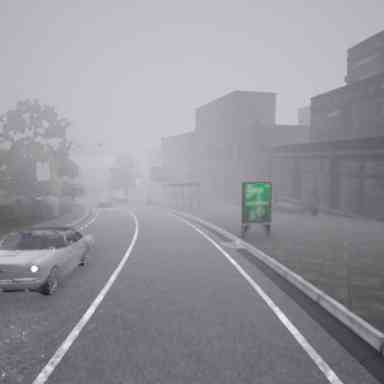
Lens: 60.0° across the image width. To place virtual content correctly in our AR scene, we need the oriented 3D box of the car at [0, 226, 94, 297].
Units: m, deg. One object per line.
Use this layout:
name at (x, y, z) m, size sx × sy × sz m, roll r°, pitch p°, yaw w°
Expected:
car at (-4.012, 1.621, 8.713) m, size 1.895 × 1.301 × 4.718 m, roll -1°, pitch 0°, yaw -4°

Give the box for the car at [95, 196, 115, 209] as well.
car at (-13.462, 1.720, 51.093) m, size 1.812 × 1.442 × 4.674 m, roll -2°, pitch 0°, yaw -20°

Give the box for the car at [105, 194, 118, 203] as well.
car at (-19.549, 1.444, 80.477) m, size 2.150 × 2.045 × 5.566 m, roll -2°, pitch 0°, yaw -21°

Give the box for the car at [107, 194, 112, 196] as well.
car at (-17.416, 1.658, 74.812) m, size 1.882 × 1.535 × 5.008 m, roll -2°, pitch 0°, yaw -21°

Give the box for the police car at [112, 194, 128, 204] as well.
police car at (-13.929, 1.539, 65.505) m, size 1.930 × 1.638 × 5.238 m, roll -2°, pitch 0°, yaw -21°
